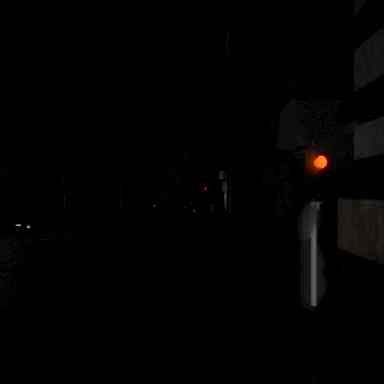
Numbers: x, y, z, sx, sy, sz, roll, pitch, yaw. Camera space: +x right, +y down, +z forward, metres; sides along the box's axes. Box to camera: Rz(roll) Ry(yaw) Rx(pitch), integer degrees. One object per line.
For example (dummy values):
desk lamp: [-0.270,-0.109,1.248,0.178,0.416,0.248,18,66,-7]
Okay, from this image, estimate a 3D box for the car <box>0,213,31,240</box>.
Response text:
car: [-10.561,1.505,16.353,4.892,1.490,1.837,0,1,-5]

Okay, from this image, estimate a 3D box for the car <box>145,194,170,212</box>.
car: [-4.154,1.221,39.647,2.150,2.045,5.566,0,0,0]

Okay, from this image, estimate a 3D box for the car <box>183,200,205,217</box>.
car: [0.151,1.477,31.463,1.882,1.535,5.008,0,0,-1]
